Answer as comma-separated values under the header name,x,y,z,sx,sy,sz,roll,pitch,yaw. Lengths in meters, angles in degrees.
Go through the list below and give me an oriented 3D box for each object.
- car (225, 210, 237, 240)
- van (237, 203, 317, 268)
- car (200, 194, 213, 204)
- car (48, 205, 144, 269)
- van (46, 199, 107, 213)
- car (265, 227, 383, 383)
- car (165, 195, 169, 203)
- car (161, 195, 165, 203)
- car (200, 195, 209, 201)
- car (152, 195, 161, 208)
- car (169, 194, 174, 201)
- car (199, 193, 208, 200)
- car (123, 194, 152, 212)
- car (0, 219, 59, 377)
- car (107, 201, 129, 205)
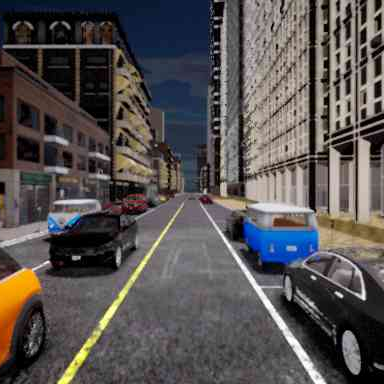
name,x,y,z,sx,sy,sz,roll,pitch,yaw
car,2.692,1.494,16.487,1.947,1.339,4.313,0,0,0
van,2.692,1.293,10.838,1.690,1.788,3.998,0,0,0
car,2.697,1.356,56.027,1.802,1.307,4.206,0,0,0
car,-2.999,1.430,11.119,1.882,1.535,5.008,0,0,0
van,-5.688,1.270,16.488,1.690,1.788,3.998,0,0,0
car,2.691,1.527,5.190,2.008,1.369,4.403,0,0,0
car,-5.682,1.280,61.507,1.752,1.417,4.829,0,0,0
car,-5.683,1.346,50.380,2.008,1.369,4.403,0,0,0
car,2.699,1.298,72.974,1.802,1.307,4.206,0,0,0
car,-5.684,1.382,44.732,1.947,1.339,4.313,0,0,0
car,-5.681,1.261,72.975,1.887,1.381,4.507,0,0,0
car,2.700,1.138,78.621,1.967,1.590,4.097,0,0,0
car,-5.686,1.175,33.433,2.192,1.841,5.009,0,0,0
car,-3.090,1.339,2.725,2.097,1.767,4.553,0,0,0
car,-5.687,1.488,22.137,1.802,1.307,4.206,0,0,0
